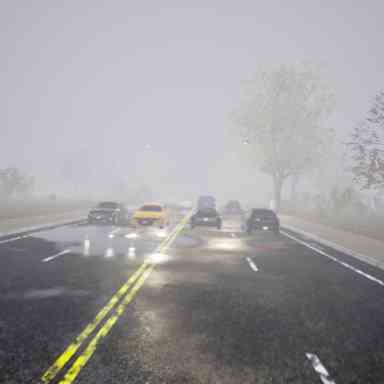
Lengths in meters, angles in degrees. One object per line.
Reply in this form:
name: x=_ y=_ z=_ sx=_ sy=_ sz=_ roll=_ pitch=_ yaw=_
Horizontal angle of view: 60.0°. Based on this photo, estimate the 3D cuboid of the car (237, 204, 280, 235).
car: x=4.131 y=1.724 z=20.561 sx=1.837 sy=1.490 sz=4.892 roll=2 pitch=0 yaw=3

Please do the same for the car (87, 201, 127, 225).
car: x=-5.695 y=1.385 z=23.027 sx=1.837 sy=1.490 sz=4.892 roll=2 pitch=-1 yaw=3

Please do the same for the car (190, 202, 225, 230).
car: x=0.954 y=1.676 z=22.508 sx=1.994 sy=1.385 sz=4.181 roll=2 pitch=0 yaw=2

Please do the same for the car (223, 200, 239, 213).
car: x=5.016 y=1.814 z=41.489 sx=1.837 sy=1.490 sz=4.892 roll=2 pitch=-1 yaw=2

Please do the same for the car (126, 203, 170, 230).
car: x=-2.521 y=1.463 z=21.348 sx=1.882 sy=1.535 sz=5.008 roll=2 pitch=0 yaw=3

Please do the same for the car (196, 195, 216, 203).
car: x=1.695 y=1.408 z=39.603 sx=2.150 sy=2.045 sz=5.566 roll=2 pitch=0 yaw=2
